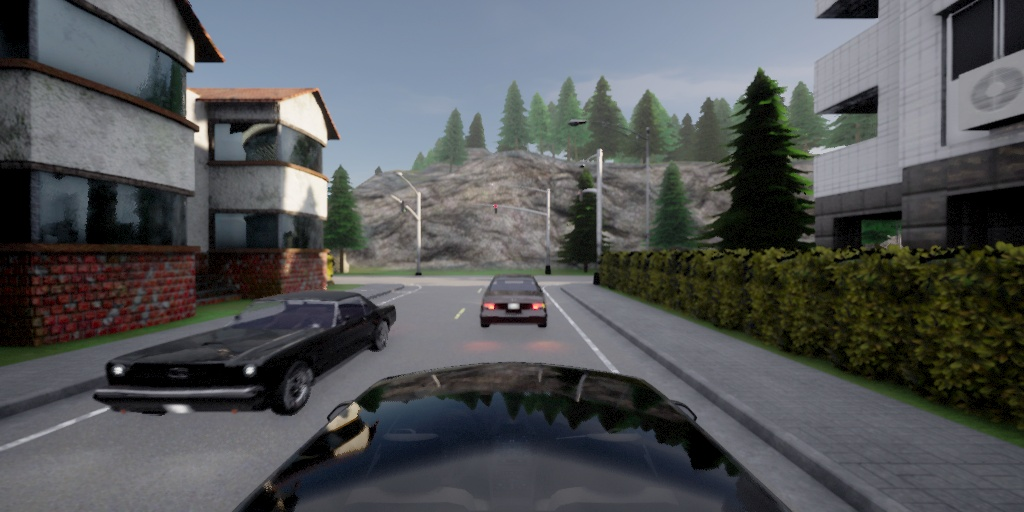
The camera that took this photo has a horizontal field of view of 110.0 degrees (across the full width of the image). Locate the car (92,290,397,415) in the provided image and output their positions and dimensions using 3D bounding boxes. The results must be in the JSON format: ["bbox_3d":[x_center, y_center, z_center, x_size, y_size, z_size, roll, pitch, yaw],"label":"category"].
[{"bbox_3d":[-3.588,1.322,6.068,1.895,1.301,4.718,0,0,0],"label":"car"}]

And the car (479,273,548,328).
[{"bbox_3d":[0.060,1.237,11.112,2.033,1.411,5.357,0,0,1],"label":"car"}]
